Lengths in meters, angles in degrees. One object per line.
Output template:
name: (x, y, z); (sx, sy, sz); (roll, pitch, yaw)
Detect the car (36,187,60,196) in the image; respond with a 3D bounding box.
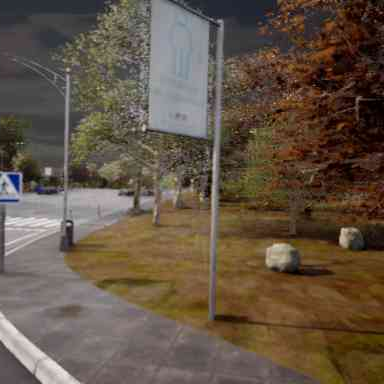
car: (-23.663, -0.154, 54.717); (1.895, 1.301, 4.718); (2, 3, 5)

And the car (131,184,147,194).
car: (-10.661, -0.611, 67.110); (2.097, 1.767, 4.553); (2, 3, 4)

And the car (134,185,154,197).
car: (-7.847, 0.104, 57.312); (2.033, 1.411, 5.357); (2, 3, 5)

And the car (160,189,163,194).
car: (-7.176, -0.293, 66.889); (1.994, 1.385, 4.181); (2, 3, 4)

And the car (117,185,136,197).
car: (-11.339, 0.053, 57.533); (1.895, 1.301, 4.718); (2, 3, 5)
